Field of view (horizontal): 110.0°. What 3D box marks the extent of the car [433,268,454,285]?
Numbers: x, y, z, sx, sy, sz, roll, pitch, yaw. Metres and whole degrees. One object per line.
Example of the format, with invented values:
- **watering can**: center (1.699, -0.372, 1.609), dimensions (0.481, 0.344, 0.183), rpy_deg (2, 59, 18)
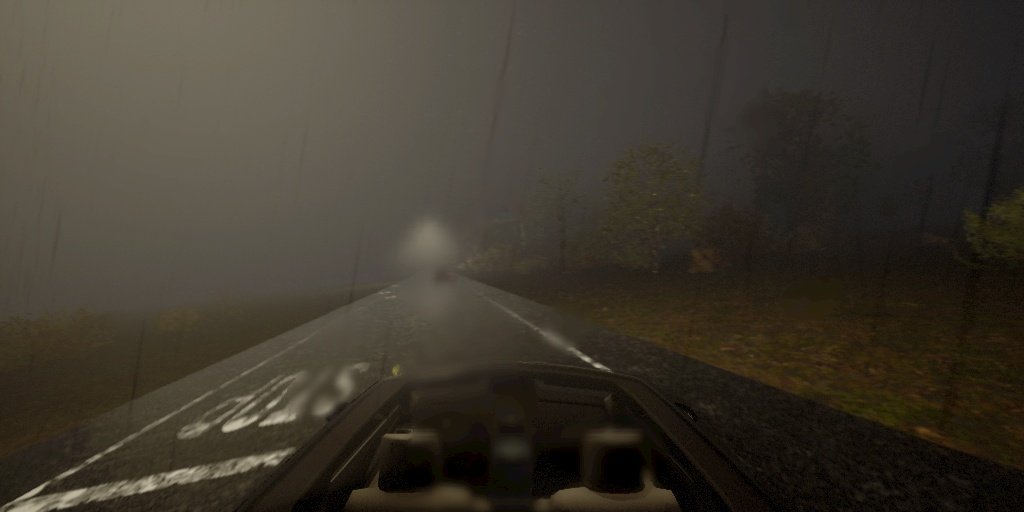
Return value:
- **car**: center (-7.665, 2.176, 40.031), dimensions (2.097, 1.767, 4.553), rpy_deg (-6, 0, -12)
